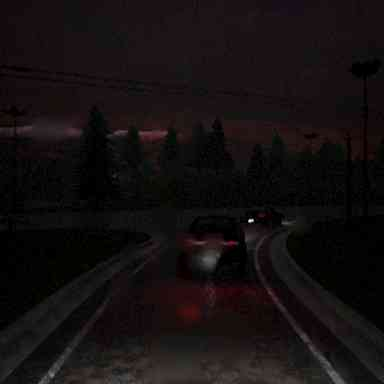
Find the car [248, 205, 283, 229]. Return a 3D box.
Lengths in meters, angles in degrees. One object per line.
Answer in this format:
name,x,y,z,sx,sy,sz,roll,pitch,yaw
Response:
car,4.691,1.573,22.215,1.812,1.442,4.674,0,0,29

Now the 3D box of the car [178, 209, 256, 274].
car,0.785,1.513,10.695,2.128,1.511,4.902,0,0,8
